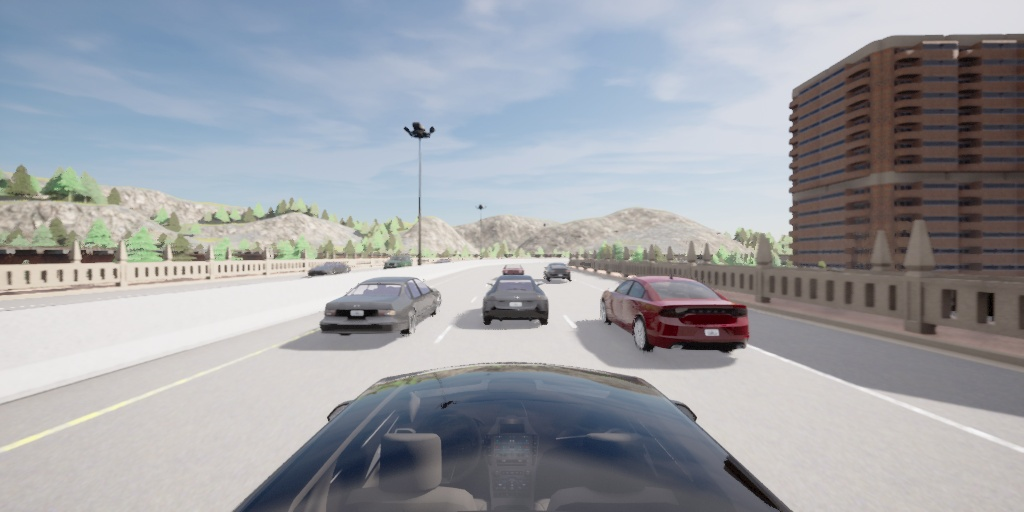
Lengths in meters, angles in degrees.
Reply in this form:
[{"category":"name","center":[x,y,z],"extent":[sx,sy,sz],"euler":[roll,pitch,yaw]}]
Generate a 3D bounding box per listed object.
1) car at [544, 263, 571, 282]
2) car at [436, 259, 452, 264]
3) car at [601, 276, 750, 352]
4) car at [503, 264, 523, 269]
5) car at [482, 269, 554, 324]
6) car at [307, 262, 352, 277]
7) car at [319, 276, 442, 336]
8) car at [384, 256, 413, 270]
[{"category":"car","center":[3.617,1.275,29.049],"extent":[1.812,1.442,4.674],"euler":[0,0,0]},{"category":"car","center":[-10.441,1.241,55.503],"extent":[2.128,1.511,4.902],"euler":[0,0,1]},{"category":"car","center":[3.605,1.227,8.933],"extent":[1.882,1.535,5.008],"euler":[0,0,0]},{"category":"car","center":[0.118,1.350,31.854],"extent":[1.895,1.301,4.718],"euler":[0,0,0]},{"category":"car","center":[0.107,1.314,11.980],"extent":[1.994,1.385,4.181],"euler":[0,0,0]},{"category":"car","center":[-17.549,1.297,34.844],"extent":[2.033,1.411,5.357],"euler":[0,0,0]},{"category":"car","center":[-3.394,1.297,10.367],"extent":[2.033,1.411,5.357],"euler":[0,0,0]},{"category":"car","center":[-14.022,0.972,44.577],"extent":[2.150,2.045,5.566],"euler":[0,0,1]}]
